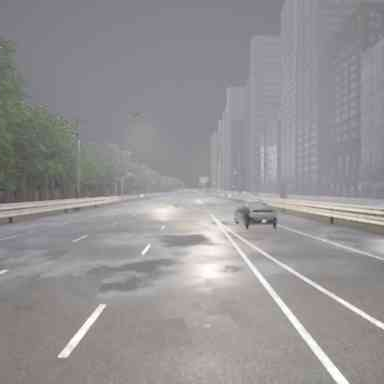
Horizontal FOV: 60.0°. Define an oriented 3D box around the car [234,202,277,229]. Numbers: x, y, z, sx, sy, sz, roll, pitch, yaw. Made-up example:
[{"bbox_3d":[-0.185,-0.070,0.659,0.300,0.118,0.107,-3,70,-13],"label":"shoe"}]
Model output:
[{"bbox_3d":[3.816,1.373,20.513,2.128,1.511,4.902,0,0,-3],"label":"car"}]
